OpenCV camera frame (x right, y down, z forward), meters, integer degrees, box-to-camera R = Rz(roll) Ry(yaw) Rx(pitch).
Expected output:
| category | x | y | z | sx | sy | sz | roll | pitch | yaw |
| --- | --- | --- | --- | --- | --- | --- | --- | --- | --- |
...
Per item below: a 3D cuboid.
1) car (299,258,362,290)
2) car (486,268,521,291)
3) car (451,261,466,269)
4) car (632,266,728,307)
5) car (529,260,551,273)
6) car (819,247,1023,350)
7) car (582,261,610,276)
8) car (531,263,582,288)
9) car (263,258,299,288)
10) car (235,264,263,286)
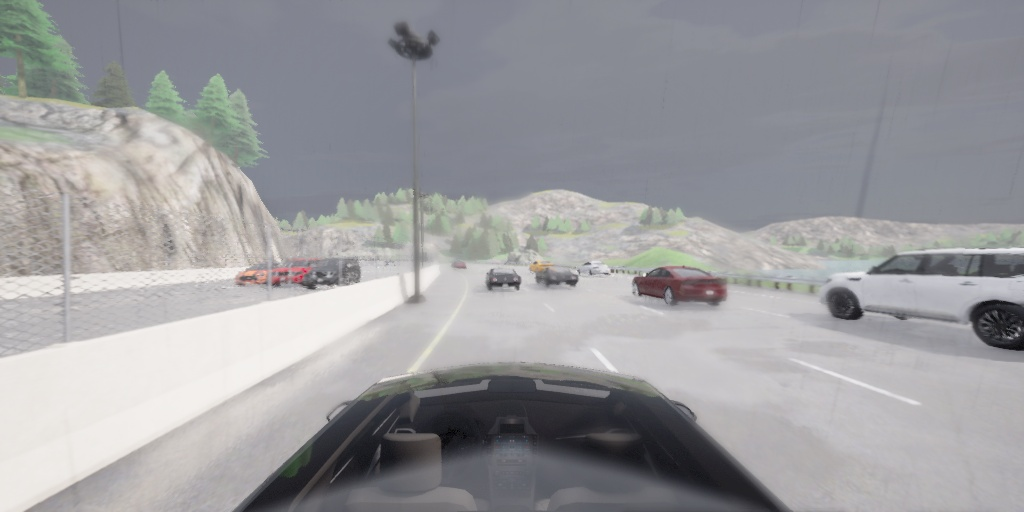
| category | x | y | z | sx | sy | sz | roll | pitch | yaw |
| --- | --- | --- | --- | --- | --- | --- | --- | --- | --- |
| car | -12.020 | 1.147 | 24.568 | 2.150 | 2.045 | 5.566 | -1 | 0 | -7 |
| car | -0.662 | 1.377 | 22.563 | 1.895 | 1.301 | 4.718 | -1 | 0 | -7 |
| car | -8.981 | 1.478 | 60.086 | 1.994 | 1.385 | 4.181 | -1 | 0 | -19 |
| car | 6.788 | 1.152 | 15.127 | 1.882 | 1.535 | 5.008 | 0 | 0 | -4 |
| car | 3.357 | 1.218 | 40.882 | 1.882 | 1.535 | 5.008 | 0 | 0 | -12 |
| car | 10.728 | 0.840 | 8.748 | 2.150 | 2.045 | 5.566 | 0 | 0 | -3 |
| car | 7.958 | 1.202 | 35.079 | 1.812 | 1.442 | 4.674 | 0 | 0 | -10 |
| car | 2.768 | 1.334 | 23.367 | 1.895 | 1.301 | 4.718 | -1 | 0 | -7 |
| car | -15.872 | 1.196 | 26.963 | 2.150 | 2.045 | 5.566 | -1 | 0 | -8 |
| car | -19.632 | 1.375 | 28.395 | 2.097 | 1.767 | 4.553 | -1 | 0 | -9 |
